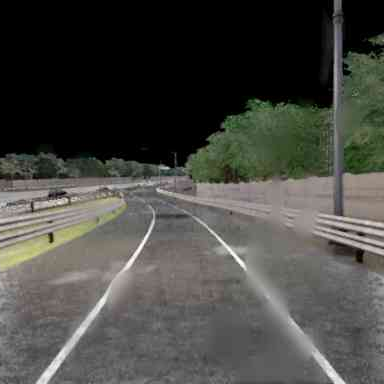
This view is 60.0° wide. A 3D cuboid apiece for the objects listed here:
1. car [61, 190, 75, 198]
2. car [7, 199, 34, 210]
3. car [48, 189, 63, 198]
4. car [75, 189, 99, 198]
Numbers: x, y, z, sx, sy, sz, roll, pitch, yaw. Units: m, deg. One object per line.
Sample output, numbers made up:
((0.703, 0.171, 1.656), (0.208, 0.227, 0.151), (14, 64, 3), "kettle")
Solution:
((-26.839, 0.608, 74.707), (1.994, 1.385, 4.181), (0, 3, 8), "car")
((-26.441, 1.827, 51.487), (1.837, 1.490, 4.892), (0, 3, 8), "car")
((-30.303, 0.266, 75.205), (2.150, 2.045, 5.566), (0, 3, 8), "car")
((-23.371, 0.608, 74.234), (2.033, 1.411, 5.357), (0, 3, 8), "car")
